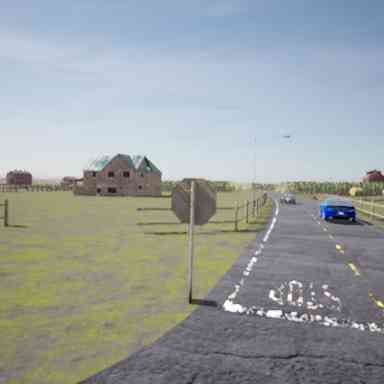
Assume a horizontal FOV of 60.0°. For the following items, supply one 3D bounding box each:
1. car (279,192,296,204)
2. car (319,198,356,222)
[{"bbox_3d":[12.696,0.754,44.190,2.128,1.511,4.902,2,1,14],"label":"car"},{"bbox_3d":[10.112,1.167,23.371,1.882,1.535,5.008,2,1,16],"label":"car"}]
